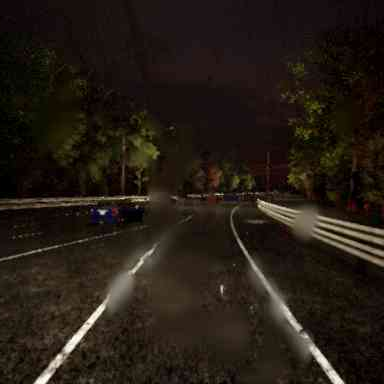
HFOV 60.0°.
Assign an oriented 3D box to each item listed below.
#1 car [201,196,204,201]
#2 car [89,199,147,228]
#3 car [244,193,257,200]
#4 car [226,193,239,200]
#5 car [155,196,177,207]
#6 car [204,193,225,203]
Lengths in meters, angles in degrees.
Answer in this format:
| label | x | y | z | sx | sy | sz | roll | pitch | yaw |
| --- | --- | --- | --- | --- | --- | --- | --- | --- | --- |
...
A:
| label | x | y | z | sx | sy | sz | roll | pitch | yaw |
| --- | --- | --- | --- | --- | --- | --- | --- | --- | --- |
| car | 3.354 | 1.300 | 71.505 | 2.033 | 1.411 | 5.357 | 1 | 0 | 17 |
| car | -4.637 | 1.254 | 21.551 | 2.097 | 1.767 | 4.553 | 1 | 0 | 17 |
| car | 14.817 | 1.329 | 85.011 | 1.882 | 1.535 | 5.008 | 1 | 0 | 17 |
| car | 10.364 | 1.278 | 82.427 | 1.882 | 1.535 | 5.008 | 1 | 0 | 17 |
| car | -3.684 | 1.265 | 48.535 | 1.882 | 1.535 | 5.008 | 1 | 0 | 17 |
| car | 4.351 | 1.305 | 62.815 | 1.882 | 1.535 | 5.008 | 1 | 0 | 17 |
